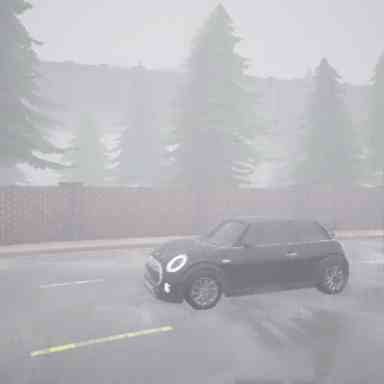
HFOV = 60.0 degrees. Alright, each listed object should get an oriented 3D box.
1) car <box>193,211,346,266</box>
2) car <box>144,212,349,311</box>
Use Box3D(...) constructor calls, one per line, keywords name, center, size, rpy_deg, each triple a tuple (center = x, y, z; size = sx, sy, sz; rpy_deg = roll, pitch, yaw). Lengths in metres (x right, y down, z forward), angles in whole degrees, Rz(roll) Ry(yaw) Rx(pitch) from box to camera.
Box3D(name="car", center=(2.679, 1.504, 11.873), size=(4.902, 1.511, 2.128), rpy_deg=(0, 0, -16))
Box3D(name="car", center=(1.232, 1.358, 7.673), size=(4.553, 1.767, 2.097), rpy_deg=(0, 0, -19))
